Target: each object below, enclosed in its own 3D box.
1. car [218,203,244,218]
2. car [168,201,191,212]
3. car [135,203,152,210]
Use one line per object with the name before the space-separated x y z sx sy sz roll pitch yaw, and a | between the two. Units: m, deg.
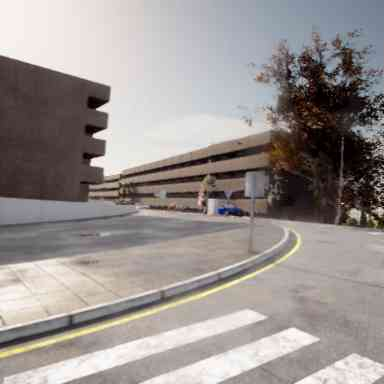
car | 3.902 1.974 36.800 1.882 1.535 5.008 5 -3 -24
car | -1.824 2.183 49.169 2.097 1.767 4.553 5 -5 -25
car | -9.686 3.137 65.188 2.150 2.045 5.566 5 -7 -26
